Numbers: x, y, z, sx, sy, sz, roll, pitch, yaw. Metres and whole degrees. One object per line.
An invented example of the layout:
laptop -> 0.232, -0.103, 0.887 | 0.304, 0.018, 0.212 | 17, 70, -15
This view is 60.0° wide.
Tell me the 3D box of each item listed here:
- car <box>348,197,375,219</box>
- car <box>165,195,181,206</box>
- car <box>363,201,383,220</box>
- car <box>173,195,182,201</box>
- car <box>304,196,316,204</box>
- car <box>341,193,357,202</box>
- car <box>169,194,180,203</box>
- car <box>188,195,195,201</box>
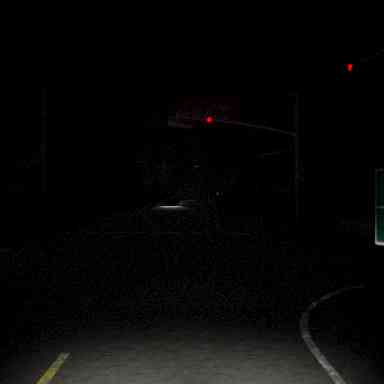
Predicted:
car -> 14.316, 1.504, 25.001 | 3.866, 1.878, 1.905 | 0, 0, 0
car -> -3.401, 1.580, 54.615 | 1.994, 1.385, 4.181 | 0, 1, -6
car -> 18.631, 1.670, 30.680 | 4.611, 1.667, 2.242 | 0, 0, 0
car -> -3.611, 1.536, 84.357 | 2.033, 1.411, 5.357 | 0, 0, 0
car -> 22.368, 1.550, 64.085 | 1.970, 1.475, 3.806 | 0, 0, 0
car -> 34.755, 1.487, 71.902 | 2.007, 1.523, 4.514 | 0, 0, 0
car -> -3.591, 1.352, 69.464 | 2.097, 1.767, 4.553 | 0, 0, 0
car -> -0.113, 1.549, 86.348 | 1.994, 1.385, 4.181 | 0, 0, 0
